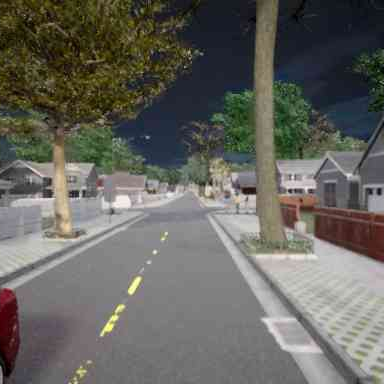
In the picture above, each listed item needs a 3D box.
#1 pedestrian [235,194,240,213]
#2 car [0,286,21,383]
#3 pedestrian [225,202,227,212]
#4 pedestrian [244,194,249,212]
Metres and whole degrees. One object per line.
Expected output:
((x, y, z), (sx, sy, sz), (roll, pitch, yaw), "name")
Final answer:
((4.500, 1.109, 32.875), (0.375, 1.860, 0.375), (0, 0, 0), "pedestrian")
((-2.852, 1.476, 1.683), (1.882, 1.535, 5.008), (0, 0, 0), "car")
((3.499, 1.489, 34.076), (0.500, 1.100, 0.500), (0, 0, 0), "pedestrian")
((5.500, 1.102, 33.475), (0.375, 1.860, 0.375), (0, 0, 0), "pedestrian")
